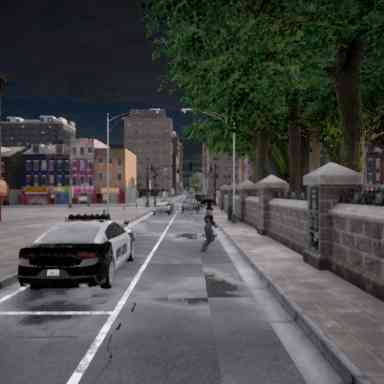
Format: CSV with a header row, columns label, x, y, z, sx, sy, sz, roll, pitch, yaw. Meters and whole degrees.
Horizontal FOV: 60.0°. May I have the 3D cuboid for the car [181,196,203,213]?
label,x,y,z,sx,sy,sz,roll,pitch,yaw
car,-0.184,1.484,36.745,2.128,1.511,4.902,0,0,0

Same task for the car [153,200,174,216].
label,x,y,z,sx,sy,sz,roll,pitch,yaw
car,-2.878,1.576,32.882,1.802,1.307,4.206,0,0,0

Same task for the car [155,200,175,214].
label,x,y,z,sx,sy,sz,roll,pitch,yaw
car,-2.905,1.559,36.544,1.947,1.339,4.313,0,0,0

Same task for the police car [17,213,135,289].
label,x,y,z,sx,sy,sz,roll,pitch,yaw
police car,-2.818,1.424,9.291,1.930,1.638,5.238,0,0,0

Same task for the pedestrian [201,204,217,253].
label,x,y,z,sx,sy,sz,roll,pitch,yaw
pedestrian,0.632,1.291,12.323,0.375,1.860,0.375,0,0,0

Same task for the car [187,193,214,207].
label,x,y,z,sx,sy,sz,roll,pitch,yaw
car,1.234,1.201,47.715,2.150,2.045,5.566,0,0,36
